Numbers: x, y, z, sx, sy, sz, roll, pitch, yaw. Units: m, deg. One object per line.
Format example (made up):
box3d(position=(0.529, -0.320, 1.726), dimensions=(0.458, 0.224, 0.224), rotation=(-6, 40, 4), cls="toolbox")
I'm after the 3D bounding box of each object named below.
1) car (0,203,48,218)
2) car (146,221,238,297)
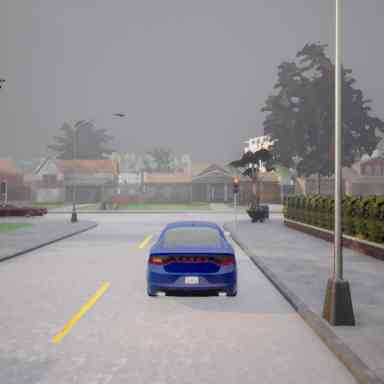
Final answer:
box3d(position=(-15.162, 1.601, 28.996), dimensions=(4.718, 1.301, 1.895), rotation=(0, 0, 0), cls="car")
box3d(position=(0.014, 1.478, 8.624), dimensions=(1.882, 1.535, 5.008), rotation=(0, 0, 0), cls="car")
